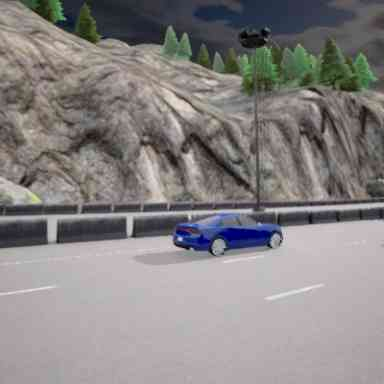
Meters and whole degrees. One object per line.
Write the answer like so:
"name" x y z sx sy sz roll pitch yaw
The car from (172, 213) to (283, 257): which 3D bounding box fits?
"car" 1.587 1.583 13.478 5.008 1.535 1.882 1 0 -36
